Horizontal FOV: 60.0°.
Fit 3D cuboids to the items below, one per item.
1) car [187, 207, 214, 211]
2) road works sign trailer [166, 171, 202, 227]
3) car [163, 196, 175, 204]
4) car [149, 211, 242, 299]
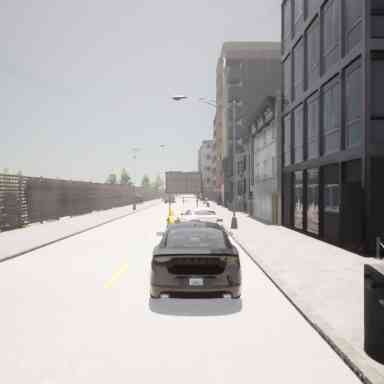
[{"bbox_3d":[0.421,1.539,17.860,1.812,1.442,4.674,0,-1,-9],"label":"car"},{"bbox_3d":[-0.570,0.464,21.342,2.380,3.560,2.880,0,0,-17],"label":"road works sign trailer"},{"bbox_3d":[-4.209,1.505,62.608,1.837,1.490,4.892,0,0,0],"label":"car"},{"bbox_3d":[0.071,1.478,8.508,1.882,1.535,5.008,0,0,0],"label":"car"}]
